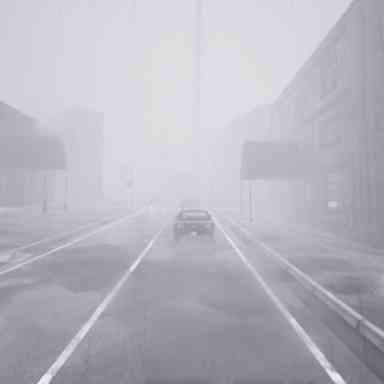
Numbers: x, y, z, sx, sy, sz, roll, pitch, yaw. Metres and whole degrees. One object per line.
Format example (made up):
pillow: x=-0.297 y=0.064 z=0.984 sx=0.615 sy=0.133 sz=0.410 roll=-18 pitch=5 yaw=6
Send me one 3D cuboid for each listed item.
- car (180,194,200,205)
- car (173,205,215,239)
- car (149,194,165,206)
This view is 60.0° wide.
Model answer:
car: x=-0.289 y=1.050 z=38.320 sx=2.097 sy=1.767 sz=4.553 roll=0 pitch=1 yaw=-4
car: x=0.094 y=1.557 z=17.052 sx=1.895 sy=1.301 sz=4.718 roll=0 pitch=0 yaw=0
car: x=-4.709 y=1.049 z=44.590 sx=1.837 sy=1.490 sz=4.892 roll=1 pitch=1 yaw=-9
